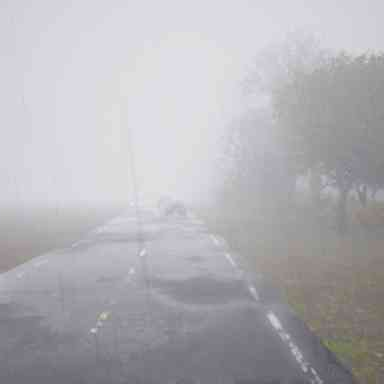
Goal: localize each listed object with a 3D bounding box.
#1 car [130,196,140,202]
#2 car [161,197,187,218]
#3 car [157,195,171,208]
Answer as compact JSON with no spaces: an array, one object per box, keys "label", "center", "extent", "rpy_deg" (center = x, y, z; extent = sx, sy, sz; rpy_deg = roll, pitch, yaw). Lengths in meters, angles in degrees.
[{"label":"car","center":[-11.929,1.429,69.808],"extent":[1.895,1.301,4.718],"rpy_deg":[0,0,-14]},{"label":"car","center":[-1.534,1.439,29.138],"extent":[1.837,1.490,4.892],"rpy_deg":[0,0,-6]},{"label":"car","center":[-3.661,1.247,44.975],"extent":[2.097,1.767,4.553],"rpy_deg":[0,0,-9]}]
